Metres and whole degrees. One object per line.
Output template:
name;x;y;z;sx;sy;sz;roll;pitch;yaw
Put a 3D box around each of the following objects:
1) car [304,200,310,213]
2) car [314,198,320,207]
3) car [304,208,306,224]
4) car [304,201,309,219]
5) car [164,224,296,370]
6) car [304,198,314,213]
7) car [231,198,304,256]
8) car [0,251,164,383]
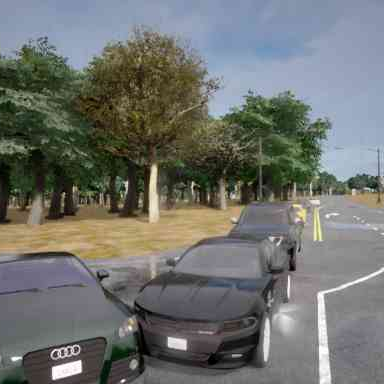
car;9.252;1.724;29.601;1.812;1.442;4.674;-1;0;20
car;21.191;1.742;58.056;1.812;1.442;4.674;-1;0;27
car;5.059;1.774;18.338;1.895;1.301;4.718;-1;0;21
car;7.200;1.663;24.095;1.882;1.535;5.008;-1;0;20
car;0.727;1.613;6.288;1.882;1.535;5.008;-1;-2;21
car;13.542;1.574;40.922;2.097;1.767;4.553;-1;0;21
car;2.840;1.459;12.431;2.150;2.045;5.566;-2;0;20
car;-2.317;1.643;4.986;1.994;1.385;4.181;1;-2;-33
